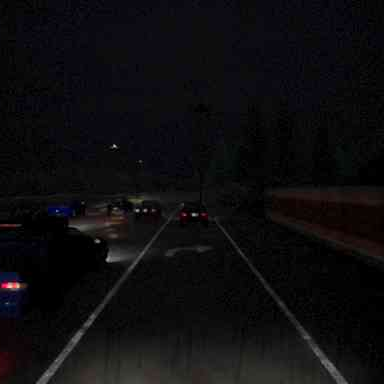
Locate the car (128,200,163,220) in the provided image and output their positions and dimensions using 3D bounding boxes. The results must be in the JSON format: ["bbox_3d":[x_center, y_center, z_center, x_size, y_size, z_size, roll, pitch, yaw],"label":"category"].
[{"bbox_3d":[-3.392,1.384,26.686,2.033,1.411,5.357,0,0,0],"label":"car"}]

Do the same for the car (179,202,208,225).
[{"bbox_3d":[0.106,1.409,22.506,2.033,1.411,5.357,0,0,0],"label":"car"}]

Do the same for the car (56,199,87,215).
[{"bbox_3d":[-10.391,1.305,28.147,1.882,1.535,5.008,0,0,0],"label":"car"}]

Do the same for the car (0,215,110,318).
[{"bbox_3d":[-3.399,1.500,7.631,2.033,1.411,5.357,0,0,0],"label":"car"}]

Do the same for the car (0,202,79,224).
[{"bbox_3d":[-6.896,1.404,14.291,2.128,1.511,4.902,0,0,0],"label":"car"}]

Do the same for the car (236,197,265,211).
[{"bbox_3d":[6.815,1.229,35.477,4.181,1.385,1.994,-3,0,-9],"label":"car"}]

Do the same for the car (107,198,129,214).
[{"bbox_3d":[-6.891,1.294,32.250,2.128,1.511,4.902,0,0,0],"label":"car"}]
